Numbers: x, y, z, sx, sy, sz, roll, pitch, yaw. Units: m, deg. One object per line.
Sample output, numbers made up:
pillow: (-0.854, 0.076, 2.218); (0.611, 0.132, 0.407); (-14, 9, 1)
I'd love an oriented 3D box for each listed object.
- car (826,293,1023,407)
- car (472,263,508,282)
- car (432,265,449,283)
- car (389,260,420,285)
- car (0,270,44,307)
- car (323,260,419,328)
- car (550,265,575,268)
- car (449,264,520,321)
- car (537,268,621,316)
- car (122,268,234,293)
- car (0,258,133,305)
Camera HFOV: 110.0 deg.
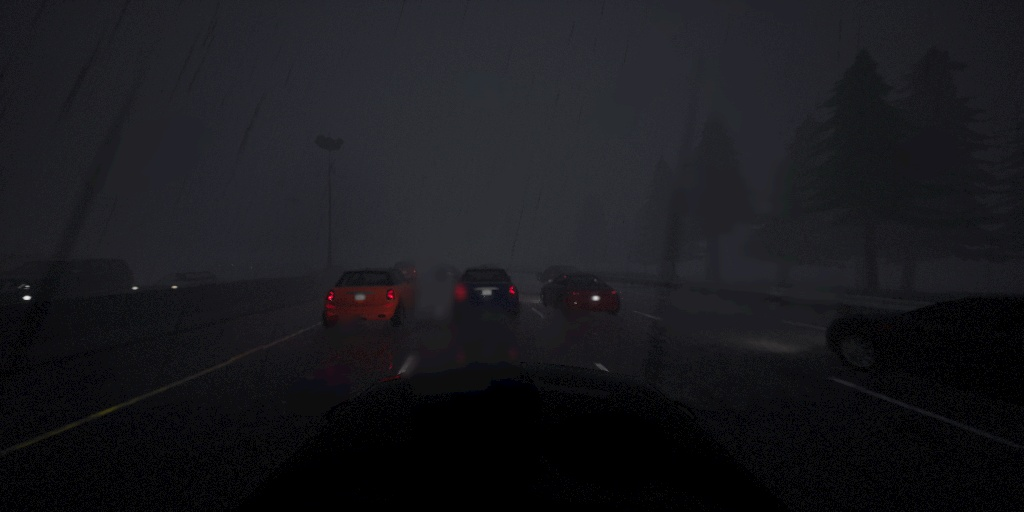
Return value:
car: (6.782, 1.227, 4.606); (1.837, 1.490, 4.892); (0, 0, -2)
car: (-2.004, 1.372, 30.791); (1.812, 1.442, 4.674); (0, 0, -20)
car: (-5.455, 1.428, 30.013); (1.994, 1.385, 4.181); (0, 0, -20)
car: (-8.708, 1.230, 28.781); (2.097, 1.767, 4.553); (0, 0, -20)
car: (-22.739, 1.406, 14.443); (2.128, 1.511, 4.902); (0, 0, -14)
car: (-4.416, 1.156, 11.890); (2.097, 1.767, 4.553); (0, 0, -7)
car: (3.447, 1.348, 25.583); (2.033, 1.411, 5.357); (0, 0, -16)
car: (-1.050, 1.141, 12.991); (2.097, 1.767, 4.553); (0, 0, -8)
car: (2.408, 1.335, 13.505); (1.994, 1.385, 4.181); (0, 0, -8)
car: (-16.386, 1.490, 17.998); (1.895, 1.301, 4.718); (0, 0, -15)
car: (-19.353, 1.120, 15.464); (2.150, 2.045, 5.566); (0, 0, -13)
